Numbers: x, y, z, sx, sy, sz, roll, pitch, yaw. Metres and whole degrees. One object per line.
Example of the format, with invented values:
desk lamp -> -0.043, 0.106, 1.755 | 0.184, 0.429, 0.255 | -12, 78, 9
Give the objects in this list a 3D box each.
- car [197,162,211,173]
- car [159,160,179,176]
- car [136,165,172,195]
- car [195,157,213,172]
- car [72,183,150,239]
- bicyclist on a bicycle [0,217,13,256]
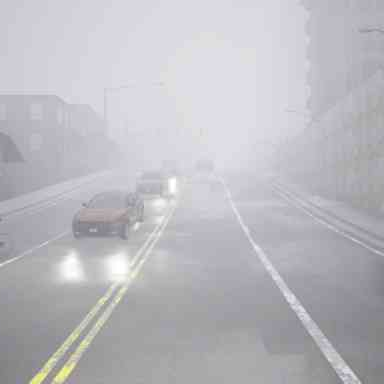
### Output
car -> 1.788, -3.621, 49.835 | 1.895, 1.301, 4.718 | 0, 0, 2
car -> -2.386, -2.621, 35.161 | 2.128, 1.511, 4.902 | 0, 9, 2
car -> -2.793, -0.743, 23.779 | 1.837, 1.490, 4.892 | 0, 10, 2
car -> 1.471, -3.391, 39.900 | 2.097, 1.767, 4.553 | 0, 6, 2
car -> -3.170, 0.734, 13.446 | 1.882, 1.535, 5.008 | 0, 6, 2
bicyclist on a bicycle -> -6.038, 1.081, 9.677 | 1.656, 1.620, 0.582 | -2, 4, 2
